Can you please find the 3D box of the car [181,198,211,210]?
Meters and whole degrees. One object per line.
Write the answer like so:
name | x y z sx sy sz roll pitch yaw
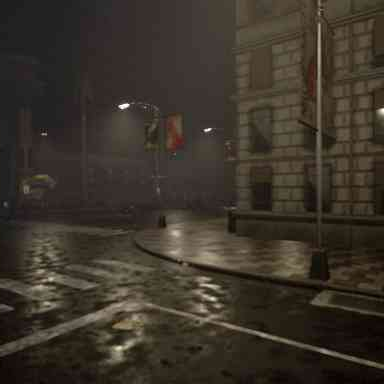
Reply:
car | 0.538 1.509 43.378 2.128 1.511 4.902 0 0 37

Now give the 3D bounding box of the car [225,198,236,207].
car | 7.120 1.543 51.162 4.674 1.442 1.812 0 0 -45

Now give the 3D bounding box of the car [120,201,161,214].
car | -5.364 1.618 35.447 1.895 1.301 4.718 0 0 36
